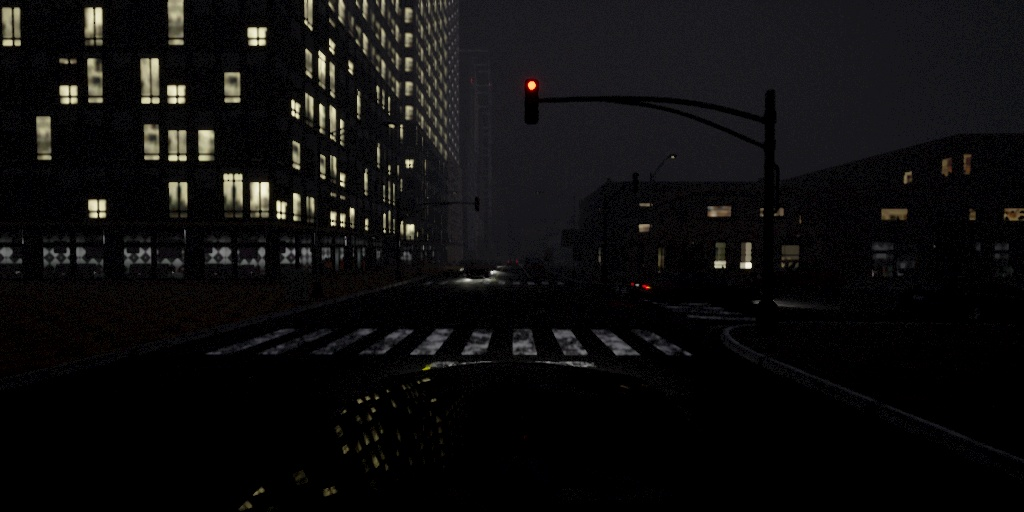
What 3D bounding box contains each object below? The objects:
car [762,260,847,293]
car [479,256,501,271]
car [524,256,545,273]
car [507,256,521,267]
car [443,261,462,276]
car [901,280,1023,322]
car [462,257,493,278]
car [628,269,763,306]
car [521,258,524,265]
[{"bbox_3d":[16.558,1.122,21.020,5.009,1.841,2.192,0,0,1],"label":"car"},{"bbox_3d":[-2.990,1.122,47.769,2.128,1.511,4.902,0,1,0],"label":"car"},{"bbox_3d":[2.773,1.090,41.332,1.967,1.591,4.097,0,0,0],"label":"car"},{"bbox_3d":[0.132,1.158,63.833,1.994,1.385,4.181,0,0,0],"label":"car"},{"bbox_3d":[-5.757,1.189,35.591,1.751,1.417,4.829,0,0,0],"label":"car"},{"bbox_3d":[16.434,1.524,12.642,4.313,1.339,1.948,0,0,1],"label":"car"},{"bbox_3d":[-3.034,1.149,32.904,1.882,1.535,5.008,0,0,0],"label":"car"},{"bbox_3d":[7.931,1.357,15.678,5.357,1.411,2.033,1,1,-5],"label":"car"},{"bbox_3d":[2.797,0.937,52.620,2.192,1.841,5.009,0,0,0],"label":"car"}]
